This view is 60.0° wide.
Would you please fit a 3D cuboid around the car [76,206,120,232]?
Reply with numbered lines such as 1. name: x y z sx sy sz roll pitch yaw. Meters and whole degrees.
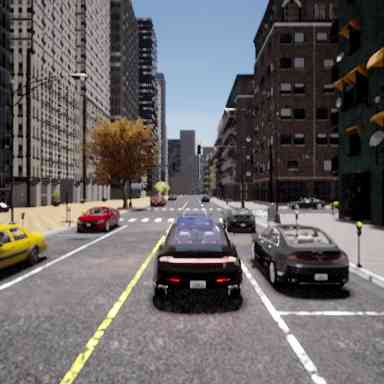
1. car: -5.597 1.561 20.280 1.887 1.381 4.507 0 0 0

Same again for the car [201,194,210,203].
1. car: 3.041 1.672 74.719 1.947 1.339 4.313 0 0 0

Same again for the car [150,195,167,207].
1. car: -5.445 1.379 52.668 2.192 1.841 5.009 0 0 0

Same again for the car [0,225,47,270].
1. car: -5.650 1.531 9.045 1.752 1.417 4.829 0 0 0

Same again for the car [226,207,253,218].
1. car: 2.783 1.567 20.240 2.008 1.369 4.403 0 0 0

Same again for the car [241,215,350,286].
1. car: 2.731 1.557 9.175 2.008 1.369 4.403 0 0 0

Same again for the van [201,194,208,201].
1. van: 3.093 1.473 85.766 1.690 1.788 3.998 0 0 0

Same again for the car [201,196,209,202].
1. car: 3.068 1.644 80.412 1.752 1.417 4.829 0 0 0

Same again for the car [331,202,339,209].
1. car: 19.008 1.281 39.624 4.829 1.417 1.752 -1 1 0

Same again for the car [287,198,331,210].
1. car: 13.611 1.382 39.595 4.403 1.369 2.008 -1 1 0

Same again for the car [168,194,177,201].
1. car: -5.262 1.461 91.328 2.192 1.841 5.009 0 0 0

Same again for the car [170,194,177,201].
1. car: -5.288 1.698 85.805 1.947 1.339 4.313 0 0 0

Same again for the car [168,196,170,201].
1. car: -5.418 1.640 58.191 1.947 1.339 4.313 0 0 0

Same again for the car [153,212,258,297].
1. car: 0.129 1.497 8.576 2.128 1.511 4.902 0 0 0

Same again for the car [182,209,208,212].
1. car: 0.164 1.615 18.694 1.895 1.301 4.718 0 0 1
